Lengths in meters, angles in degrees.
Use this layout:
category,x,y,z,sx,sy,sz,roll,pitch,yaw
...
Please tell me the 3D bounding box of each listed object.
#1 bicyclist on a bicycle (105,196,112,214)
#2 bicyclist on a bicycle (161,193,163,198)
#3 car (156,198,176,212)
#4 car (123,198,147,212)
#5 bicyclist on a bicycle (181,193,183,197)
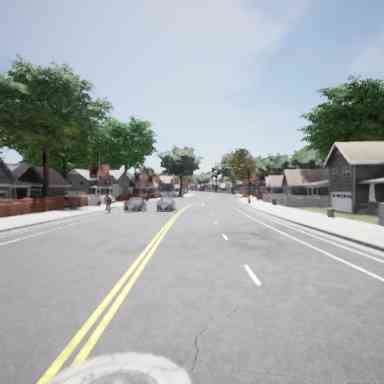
category,x,y,z,sx,sy,sz,roll,pitch,yaw
bicyclist on a bicycle,-8.437,1.285,33.360,0.659,1.776,1.843,0,0,2
bicyclist on a bicycle,-6.161,1.123,67.632,0.659,1.776,1.843,0,0,6
car,-2.878,1.389,37.568,2.128,1.511,4.902,0,0,3
car,-6.172,1.393,36.567,2.128,1.511,4.902,0,0,2
bicyclist on a bicycle,-2.714,1.011,90.837,0.582,1.620,1.656,0,1,6
